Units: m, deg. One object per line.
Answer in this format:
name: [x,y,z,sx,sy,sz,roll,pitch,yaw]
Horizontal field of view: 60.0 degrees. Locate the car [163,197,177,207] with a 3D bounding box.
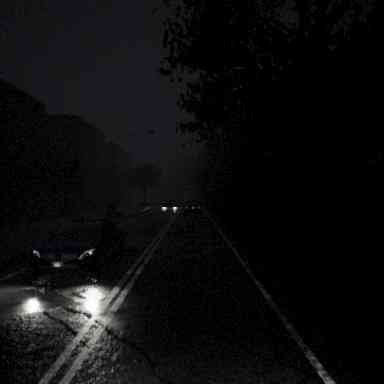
car: [-3.340,1.485,50.985,1.882,1.535,5.008,0,0,0]

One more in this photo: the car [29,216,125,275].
car: [-3.341,1.533,10.566,1.812,1.442,4.674,0,0,0]

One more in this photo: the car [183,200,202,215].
car: [0.091,1.558,34.248,2.033,1.411,5.357,0,0,0]
